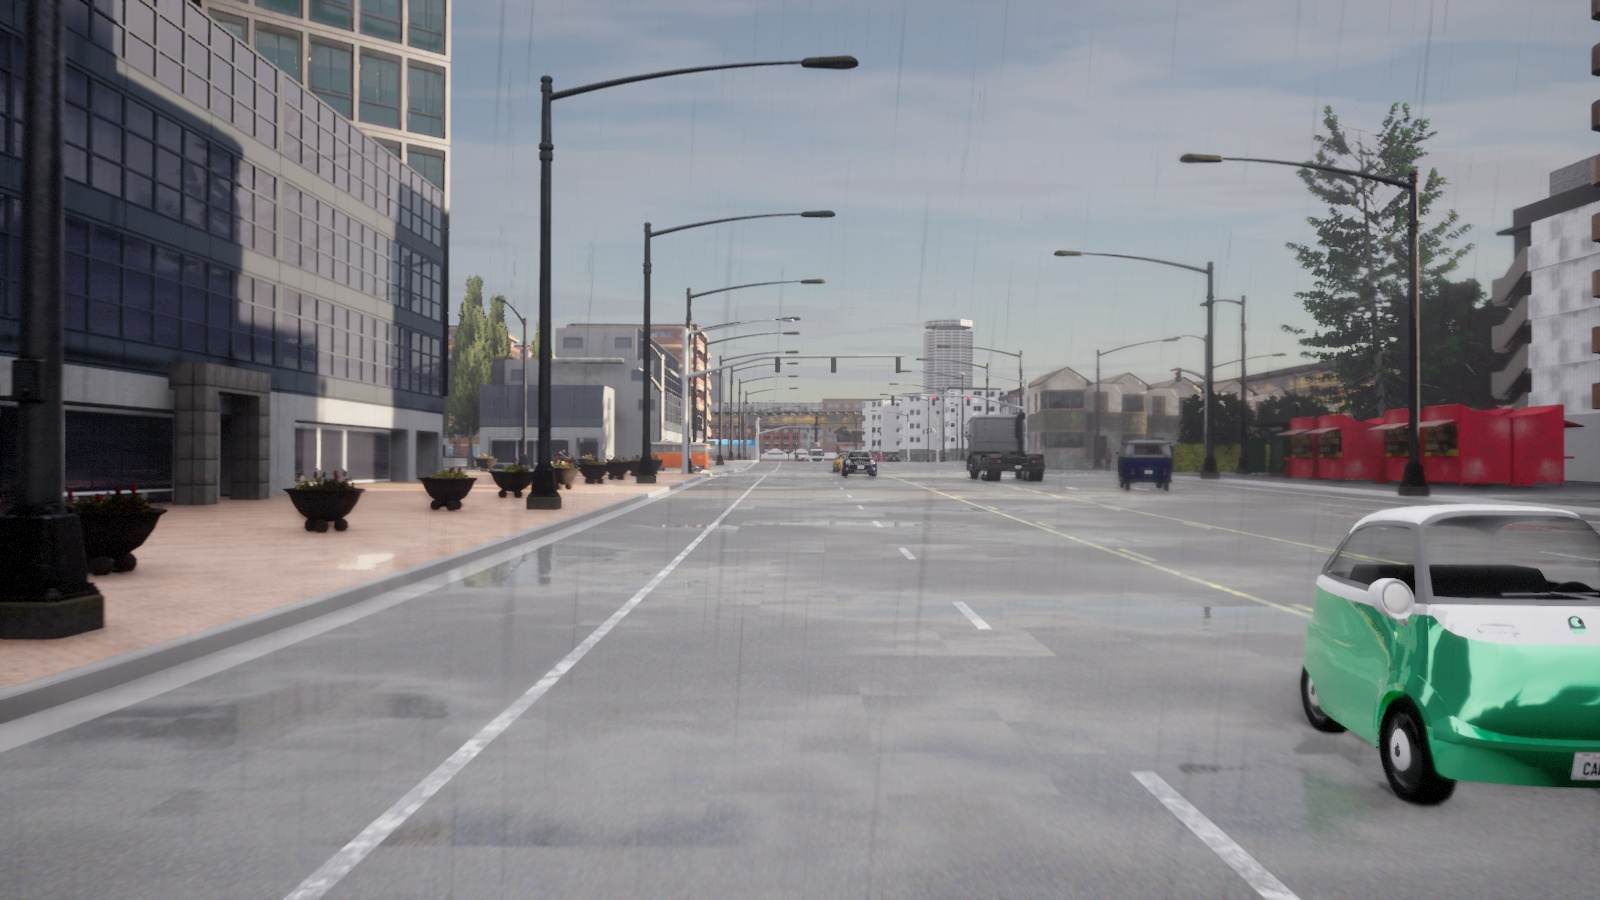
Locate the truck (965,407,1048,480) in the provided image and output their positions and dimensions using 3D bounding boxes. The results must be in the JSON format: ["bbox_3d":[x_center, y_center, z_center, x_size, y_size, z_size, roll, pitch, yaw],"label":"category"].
[{"bbox_3d":[10.340,-0.299,63.666,2.891,3.462,7.936,0,0,0],"label":"truck"}]

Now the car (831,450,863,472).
[{"bbox_3d":[3.417,0.815,91.577,1.801,1.575,5.366,0,0,-4],"label":"car"}]

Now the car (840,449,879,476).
[{"bbox_3d":[3.327,0.682,70.751,1.970,1.475,3.806,0,0,0],"label":"car"}]

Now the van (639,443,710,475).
[{"bbox_3d":[-8.109,0.570,80.918,4.442,1.987,1.775,0,0,-11],"label":"van"}]

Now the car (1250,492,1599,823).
[{"bbox_3d":[3.484,0.932,6.532,1.481,1.376,2.207,0,-1,0],"label":"car"}]

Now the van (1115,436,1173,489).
[{"bbox_3d":[13.610,0.455,49.936,1.775,1.987,4.442,0,0,9],"label":"van"}]
